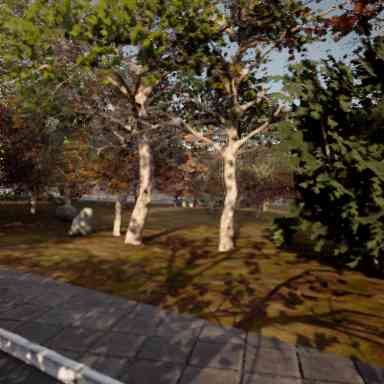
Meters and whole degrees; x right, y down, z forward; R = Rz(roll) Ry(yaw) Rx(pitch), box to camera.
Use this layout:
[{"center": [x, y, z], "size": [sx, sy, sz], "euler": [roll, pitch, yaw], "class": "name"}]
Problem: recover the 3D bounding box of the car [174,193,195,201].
[{"center": [-2.762, 1.332, 93.815], "size": [2.435, 2.045, 5.566], "euler": [6, 1, 41], "class": "car"}]
